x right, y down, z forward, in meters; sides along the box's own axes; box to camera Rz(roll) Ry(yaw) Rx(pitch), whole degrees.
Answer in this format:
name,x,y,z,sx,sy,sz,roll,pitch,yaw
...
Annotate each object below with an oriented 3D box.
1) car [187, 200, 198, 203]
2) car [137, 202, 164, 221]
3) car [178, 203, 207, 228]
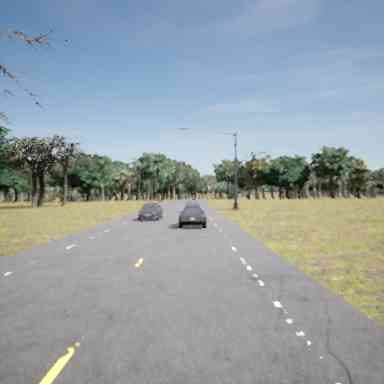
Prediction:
name,x,y,z,sx,sy,sz,roll,pitch,yaw
car,0.087,1.760,42.238,2.033,1.411,5.357,0,0,0
car,-3.550,1.696,29.036,1.837,1.490,4.892,0,0,0
car,0.050,1.742,24.004,1.994,1.385,4.181,0,0,1
